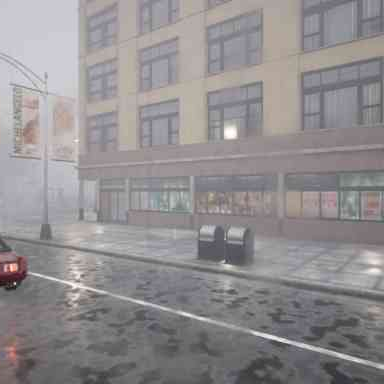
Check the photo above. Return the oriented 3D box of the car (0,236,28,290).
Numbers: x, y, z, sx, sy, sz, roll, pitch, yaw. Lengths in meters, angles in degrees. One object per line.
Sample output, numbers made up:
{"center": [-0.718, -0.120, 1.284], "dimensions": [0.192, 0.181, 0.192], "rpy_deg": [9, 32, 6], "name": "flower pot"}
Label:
{"center": [-5.678, 1.601, 8.136], "dimensions": [1.895, 1.301, 4.718], "rpy_deg": [0, 0, -42], "name": "car"}
